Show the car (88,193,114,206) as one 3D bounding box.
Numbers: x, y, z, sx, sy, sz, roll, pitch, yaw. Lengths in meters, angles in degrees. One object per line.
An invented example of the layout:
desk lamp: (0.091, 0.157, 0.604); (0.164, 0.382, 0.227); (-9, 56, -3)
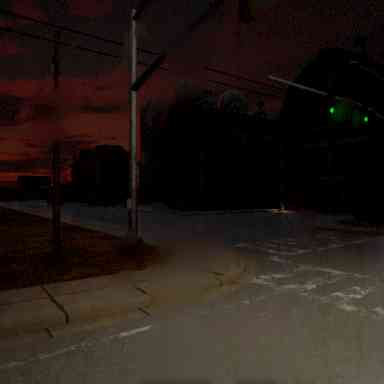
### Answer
car: (-13.764, 1.118, 50.617); (3.866, 1.878, 1.905); (-2, 5, 11)

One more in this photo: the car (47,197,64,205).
car: (-23.294, 1.537, 56.689); (1.994, 1.385, 4.181); (0, 0, -36)
